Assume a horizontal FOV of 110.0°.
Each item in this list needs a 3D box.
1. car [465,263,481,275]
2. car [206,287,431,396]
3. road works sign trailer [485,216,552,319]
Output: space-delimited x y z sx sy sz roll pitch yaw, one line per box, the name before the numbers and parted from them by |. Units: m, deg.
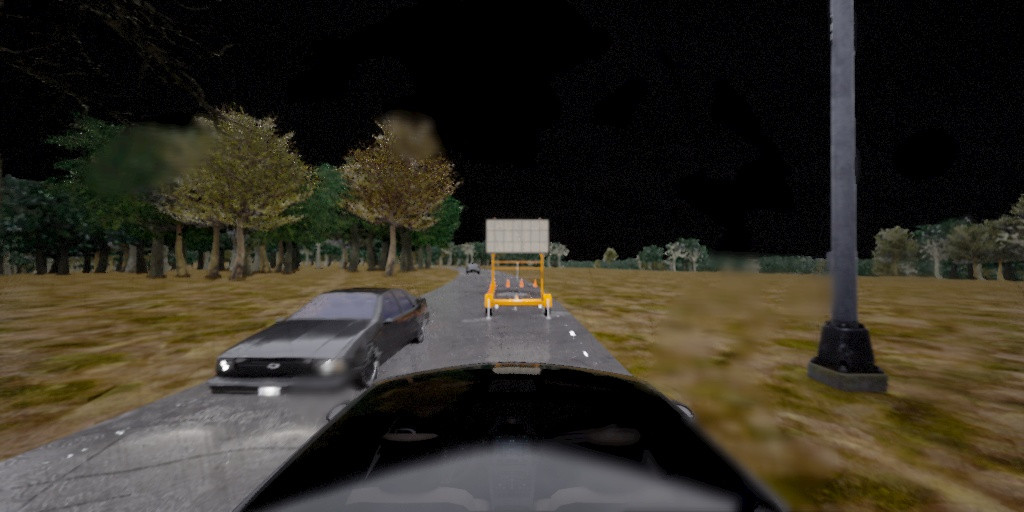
car | -5.307 1.731 48.475 1.837 1.490 4.892 0 -1 -7
car | -3.047 1.350 7.202 2.033 1.411 5.357 0 0 1
road works sign trailer | 0.199 0.332 13.353 2.380 3.560 2.880 0 0 -1
